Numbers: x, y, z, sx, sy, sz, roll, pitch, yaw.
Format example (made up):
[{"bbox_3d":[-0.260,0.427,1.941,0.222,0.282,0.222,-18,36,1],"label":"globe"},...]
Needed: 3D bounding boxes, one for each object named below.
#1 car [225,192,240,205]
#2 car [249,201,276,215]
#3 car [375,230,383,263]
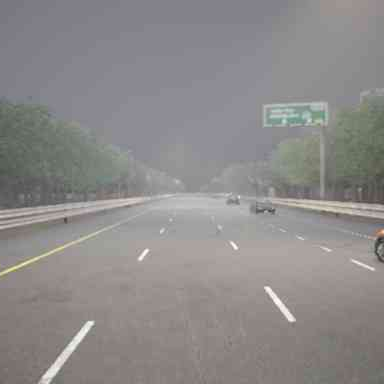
[{"bbox_3d":[7.137,1.323,59.020,2.097,1.767,4.553,0,0,0],"label":"car"},{"bbox_3d":[7.068,1.587,33.836,1.895,1.301,4.718,0,0,0],"label":"car"},{"bbox_3d":[7.009,1.352,9.016,2.097,1.767,4.553,0,0,0],"label":"car"}]
